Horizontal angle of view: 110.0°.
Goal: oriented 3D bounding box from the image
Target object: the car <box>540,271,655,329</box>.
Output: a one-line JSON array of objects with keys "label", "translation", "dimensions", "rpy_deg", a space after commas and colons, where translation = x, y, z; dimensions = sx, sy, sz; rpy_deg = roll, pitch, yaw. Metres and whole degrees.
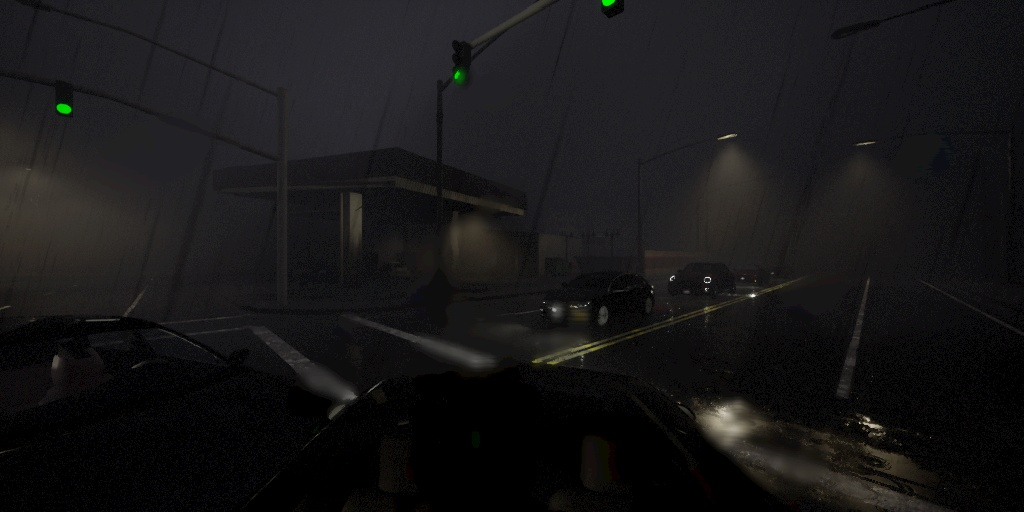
[{"label": "car", "translation": [2.916, 1.255, 11.550], "dimensions": [1.837, 1.490, 4.892], "rpy_deg": [0, 0, 45]}]

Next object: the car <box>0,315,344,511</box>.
[{"label": "car", "translation": [-3.413, 1.242, 2.551], "dimensions": [4.902, 1.511, 2.128], "rpy_deg": [0, 0, 15]}]

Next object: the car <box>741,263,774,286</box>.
[{"label": "car", "translation": [16.722, 1.314, 25.265], "dimensions": [1.994, 1.385, 4.181], "rpy_deg": [0, 0, 44]}]

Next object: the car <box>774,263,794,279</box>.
[{"label": "car", "translation": [23.877, 1.314, 32.297], "dimensions": [4.181, 1.385, 1.994], "rpy_deg": [0, 0, -44]}]

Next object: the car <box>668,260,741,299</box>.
[{"label": "car", "translation": [9.775, 1.102, 18.375], "dimensions": [4.553, 1.767, 2.097], "rpy_deg": [0, 0, -45]}]
